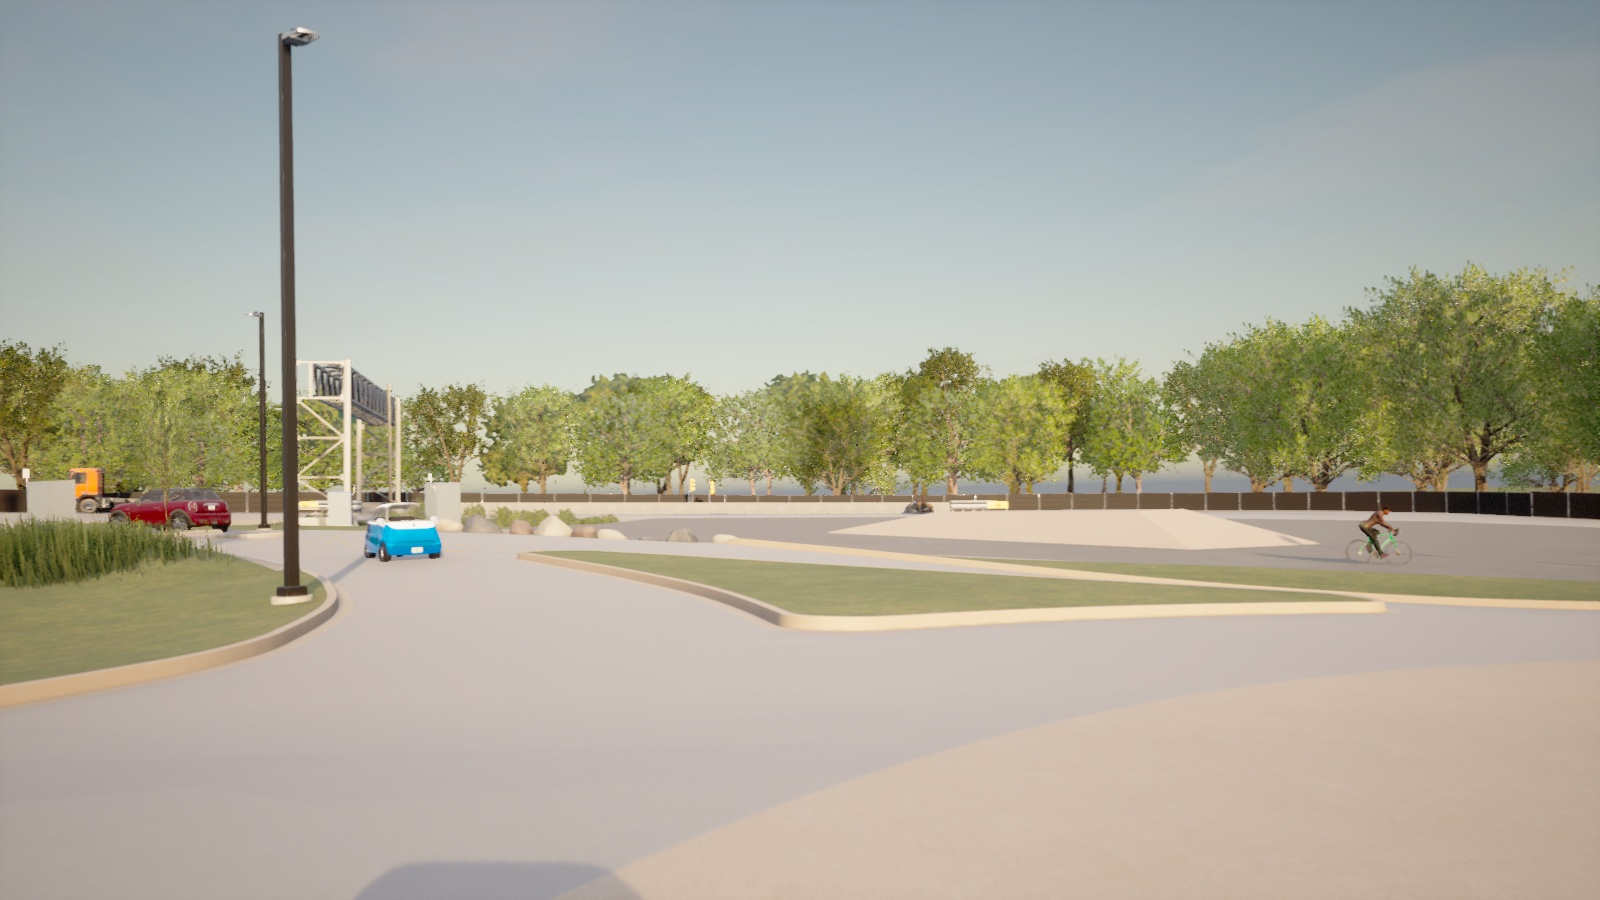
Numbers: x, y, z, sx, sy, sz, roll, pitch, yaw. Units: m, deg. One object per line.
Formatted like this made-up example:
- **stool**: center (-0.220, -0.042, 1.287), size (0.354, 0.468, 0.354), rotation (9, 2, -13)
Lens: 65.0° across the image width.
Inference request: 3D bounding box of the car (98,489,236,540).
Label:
- **car**: center (-23.714, 2.407, 47.042), size (4.553, 1.767, 2.097), rotation (-2, -2, 21)

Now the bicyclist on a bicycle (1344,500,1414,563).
- **bicyclist on a bicycle**: center (15.638, 2.189, 33.928), size (1.656, 1.620, 0.582), rotation (0, -2, 16)

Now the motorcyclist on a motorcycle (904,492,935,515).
- **motorcyclist on a motorcycle**: center (9.173, 4.102, 96.444), size (2.350, 1.649, 0.766), rotation (0, -2, -26)

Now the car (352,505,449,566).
- **car**: center (-9.675, 2.032, 30.364), size (1.481, 1.376, 2.207), rotation (0, -2, -40)
